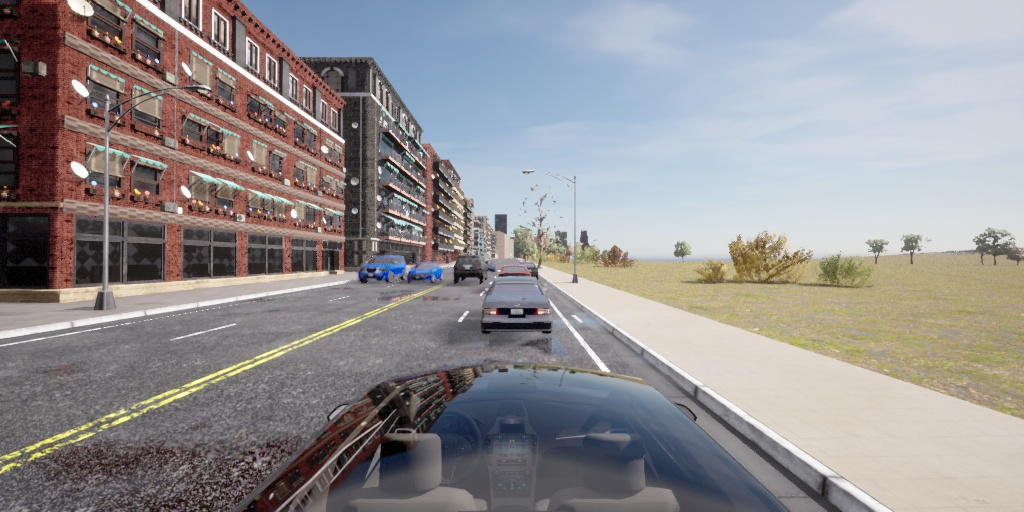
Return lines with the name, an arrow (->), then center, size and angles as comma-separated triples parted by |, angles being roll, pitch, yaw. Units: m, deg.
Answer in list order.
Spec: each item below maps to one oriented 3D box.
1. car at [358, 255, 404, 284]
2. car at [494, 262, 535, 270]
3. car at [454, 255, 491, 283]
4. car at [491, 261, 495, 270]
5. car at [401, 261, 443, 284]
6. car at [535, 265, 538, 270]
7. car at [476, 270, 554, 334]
car -> -9.791, 0.975, 27.620 | 2.150, 2.045, 5.566 | 0, 0, 0
car -> 0.147, 1.231, 21.146 | 1.882, 1.535, 5.008 | 0, 0, 0
car -> -3.092, 0.969, 27.631 | 2.150, 2.045, 5.566 | 0, -1, 0
car -> -3.050, 1.318, 45.249 | 1.994, 1.385, 4.181 | 0, 0, 0
car -> -6.542, 1.231, 27.360 | 1.882, 1.535, 5.008 | 0, 0, 0
car -> 1.204, 1.232, 30.584 | 1.882, 1.535, 5.008 | 0, 0, 0
car -> 0.119, 1.299, 10.606 | 2.033, 1.411, 5.357 | 0, 0, 0
